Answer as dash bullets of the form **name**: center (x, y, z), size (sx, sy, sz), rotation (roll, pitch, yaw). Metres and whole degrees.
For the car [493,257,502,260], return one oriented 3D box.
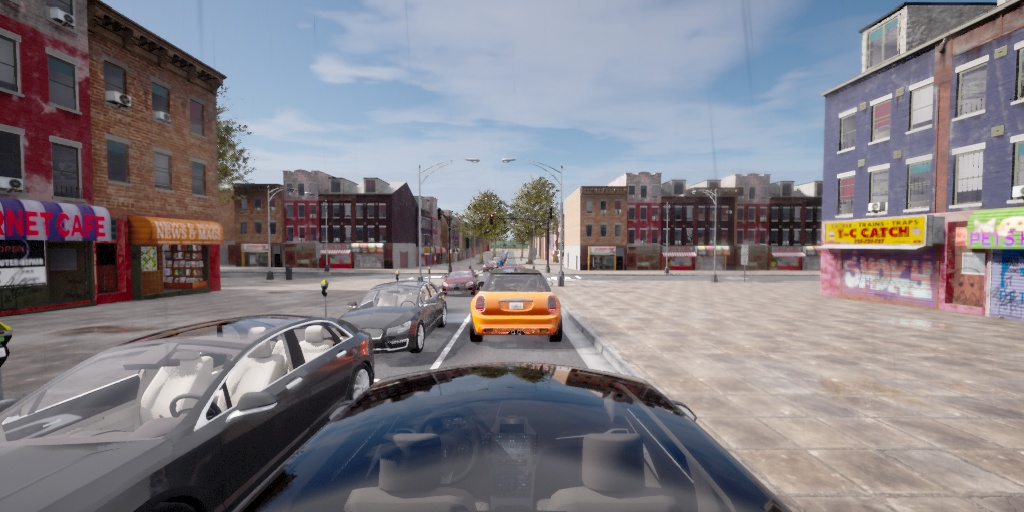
- **car**: center (-2.722, 1.246, 46.265), size (1.967, 1.591, 4.097), rotation (0, 0, 0)

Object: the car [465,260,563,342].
- **car**: center (0.085, 1.101, 9.905), size (2.097, 1.767, 4.553), rotation (0, 0, 0)

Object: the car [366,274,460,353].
- **car**: center (-2.653, 1.299, 8.596), size (2.007, 1.370, 4.403), rotation (0, 0, 0)

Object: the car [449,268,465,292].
- **car**: center (-2.673, 1.337, 19.490), size (1.802, 1.307, 4.207), rotation (0, 0, 0)

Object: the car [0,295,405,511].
- **car**: center (-2.643, 1.300, 3.147), size (2.007, 1.370, 4.403), rotation (0, 0, 0)
